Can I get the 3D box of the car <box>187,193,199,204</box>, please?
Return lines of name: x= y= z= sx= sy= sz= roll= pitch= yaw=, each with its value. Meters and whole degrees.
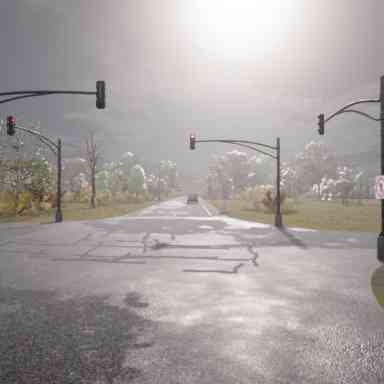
car: x=0.175 y=1.293 z=67.639 sx=2.150 sy=2.045 sz=5.566 roll=0 pitch=0 yaw=0
